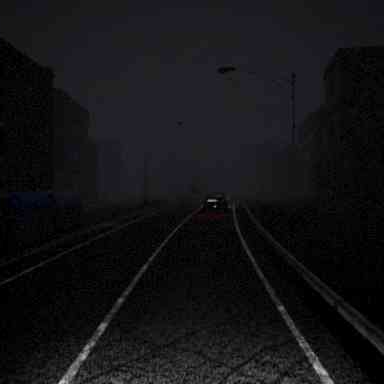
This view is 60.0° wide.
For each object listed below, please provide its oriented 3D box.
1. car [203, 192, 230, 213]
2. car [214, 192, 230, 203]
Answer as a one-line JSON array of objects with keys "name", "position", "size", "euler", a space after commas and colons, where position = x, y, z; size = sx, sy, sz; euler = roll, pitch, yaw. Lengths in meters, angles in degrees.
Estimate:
[{"name": "car", "position": [1.952, 0.769, 26.596], "size": [2.128, 1.511, 4.902], "euler": [0, 2, 6]}, {"name": "car", "position": [3.867, 0.706, 42.856], "size": [1.895, 1.301, 4.718], "euler": [0, -1, 7]}]
